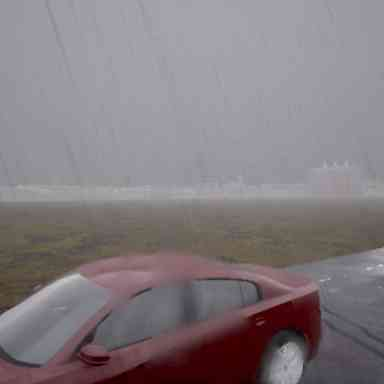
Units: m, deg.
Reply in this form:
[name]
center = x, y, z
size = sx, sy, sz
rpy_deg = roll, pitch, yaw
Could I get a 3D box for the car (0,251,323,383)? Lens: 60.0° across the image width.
[car]
center = -0.685, 1.477, 3.505
size = 5.008, 1.535, 1.882
rpy_deg = 0, 0, -36
